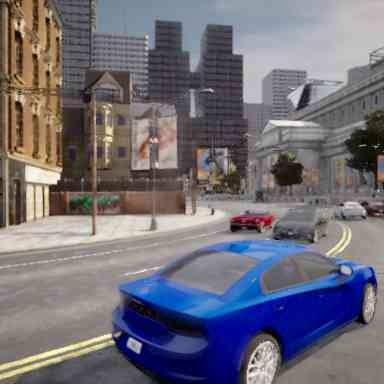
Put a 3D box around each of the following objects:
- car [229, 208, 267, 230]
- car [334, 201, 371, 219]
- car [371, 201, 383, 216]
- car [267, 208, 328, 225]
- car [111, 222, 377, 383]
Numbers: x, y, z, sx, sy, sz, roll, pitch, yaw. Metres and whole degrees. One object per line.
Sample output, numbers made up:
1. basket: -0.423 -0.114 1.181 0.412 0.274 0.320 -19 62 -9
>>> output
1. car: 3.853 1.706 20.558 1.895 1.301 4.718 -1 0 25
2. car: 14.045 1.621 29.712 1.812 1.442 4.674 0 0 12
3. car: 18.139 1.620 33.743 1.812 1.442 4.674 0 0 6
4. car: 5.468 1.576 16.412 1.837 1.490 4.892 0 -1 31
5. car: 1.209 1.506 5.273 5.008 1.535 1.882 0 0 -42
